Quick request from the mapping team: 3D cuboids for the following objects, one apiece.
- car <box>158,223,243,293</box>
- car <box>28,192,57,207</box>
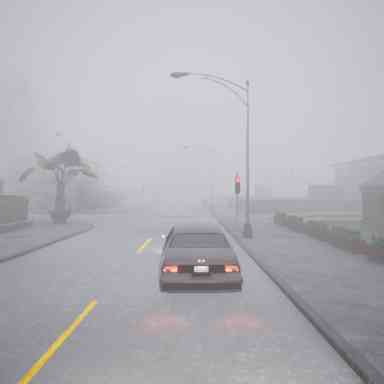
[{"bbox_3d":[0.114,1.547,8.989,2.033,1.411,5.357,0,0,-2],"label":"car"},{"bbox_3d":[-19.758,0.985,43.904,1.905,1.878,3.866,0,0,35],"label":"car"}]
